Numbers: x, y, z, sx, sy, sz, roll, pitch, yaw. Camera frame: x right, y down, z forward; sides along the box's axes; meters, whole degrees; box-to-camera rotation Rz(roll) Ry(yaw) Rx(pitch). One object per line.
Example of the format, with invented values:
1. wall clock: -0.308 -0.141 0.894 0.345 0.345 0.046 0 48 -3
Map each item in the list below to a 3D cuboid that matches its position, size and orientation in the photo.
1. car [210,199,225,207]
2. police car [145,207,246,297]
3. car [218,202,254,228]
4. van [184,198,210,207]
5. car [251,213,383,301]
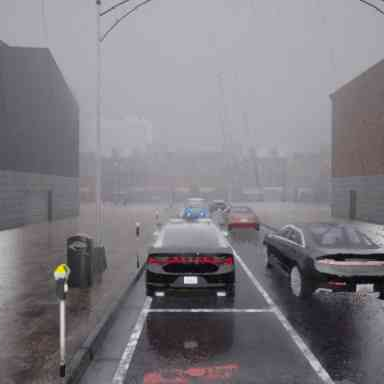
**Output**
1. car: 2.835 1.558 37.040 1.837 1.490 4.892 0 0 0
2. police car: -0.037 1.433 8.750 1.930 1.638 5.238 0 0 0
3. car: 3.010 1.594 21.178 1.994 1.385 4.181 0 0 0
4. van: 0.245 1.370 25.489 1.690 1.788 3.998 0 0 0
5. car: 3.074 1.505 8.355 2.128 1.511 4.902 0 0 0
